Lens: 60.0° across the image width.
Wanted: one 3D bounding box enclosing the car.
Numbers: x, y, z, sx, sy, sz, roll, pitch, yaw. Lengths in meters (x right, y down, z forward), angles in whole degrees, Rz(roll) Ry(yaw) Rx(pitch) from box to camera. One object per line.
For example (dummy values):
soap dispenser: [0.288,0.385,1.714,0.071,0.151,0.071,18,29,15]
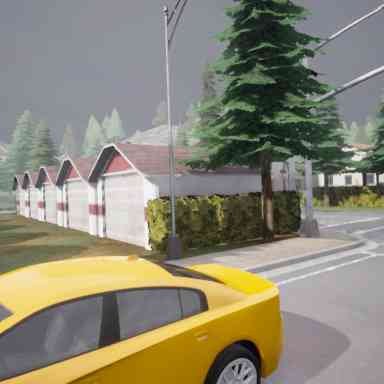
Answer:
car: [-1.296,1.454,3.067,5.008,1.535,1.882,-2,1,-35]
